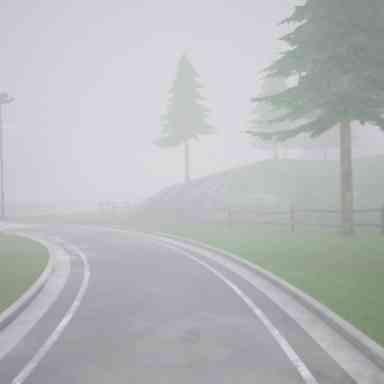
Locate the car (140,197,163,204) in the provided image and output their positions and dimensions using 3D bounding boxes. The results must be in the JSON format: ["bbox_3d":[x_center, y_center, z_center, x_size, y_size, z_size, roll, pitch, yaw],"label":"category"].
[{"bbox_3d":[-9.234,1.827,73.065,1.837,1.490,4.892,-1,0,40],"label":"car"}]
